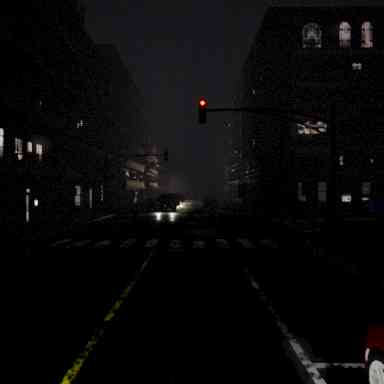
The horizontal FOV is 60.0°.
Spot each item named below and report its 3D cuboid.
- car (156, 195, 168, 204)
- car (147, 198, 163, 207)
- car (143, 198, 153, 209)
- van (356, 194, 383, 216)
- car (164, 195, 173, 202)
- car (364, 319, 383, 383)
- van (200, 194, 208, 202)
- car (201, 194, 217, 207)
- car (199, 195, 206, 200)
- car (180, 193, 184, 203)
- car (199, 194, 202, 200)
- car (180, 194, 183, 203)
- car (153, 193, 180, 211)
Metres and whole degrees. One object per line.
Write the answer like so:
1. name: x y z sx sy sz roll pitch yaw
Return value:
1. car: -5.528 1.445 61.888 1.967 1.590 4.097 -1 0 0
2. car: -5.557 1.566 50.832 1.947 1.339 4.313 0 0 0
3. car: -5.572 1.548 45.305 2.008 1.369 4.403 0 0 0
4. van: 15.716 1.028 27.340 3.998 1.788 1.690 -1 1 -1
5. car: -5.481 1.541 78.302 1.752 1.417 4.829 -1 0 0
6. car: 2.687 1.544 1.805 1.887 1.381 4.507 0 0 0
7. van: 2.898 1.357 78.443 1.690 1.788 3.998 -1 0 0
8. car: 2.822 1.440 50.804 1.967 1.590 4.097 -1 0 0
9. car: 2.946 1.576 95.027 1.887 1.381 4.507 -1 0 0
10. car: -2.808 1.230 69.258 2.150 2.045 5.566 0 0 0
11. car: 2.869 1.559 67.387 2.008 1.369 4.403 -1 0 0
12. car: -2.943 1.549 54.141 2.033 1.411 5.357 0 0 0
13. car: -2.989 1.217 40.085 2.150 2.045 5.566 0 0 0
